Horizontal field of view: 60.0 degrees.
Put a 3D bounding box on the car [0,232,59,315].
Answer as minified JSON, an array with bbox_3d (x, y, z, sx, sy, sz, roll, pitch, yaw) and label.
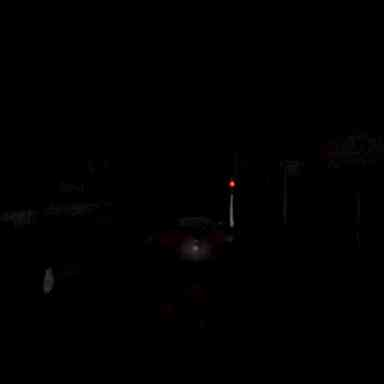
[{"bbox_3d":[-4.073,1.491,5.821,1.882,1.535,5.008,0,0,0],"label":"car"}]

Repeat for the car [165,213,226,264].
[{"bbox_3d":[0.092,1.505,12.041,1.882,1.535,5.008,0,0,0],"label":"car"}]
